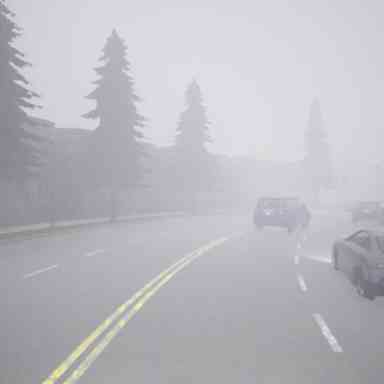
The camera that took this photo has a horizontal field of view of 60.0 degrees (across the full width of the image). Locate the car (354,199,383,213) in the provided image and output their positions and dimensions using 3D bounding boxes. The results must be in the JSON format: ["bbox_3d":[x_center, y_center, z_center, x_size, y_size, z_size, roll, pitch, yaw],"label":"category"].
[{"bbox_3d":[22.601,1.698,41.675,5.008,1.535,1.882,1,0,-34],"label":"car"}]

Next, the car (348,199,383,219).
[{"bbox_3d":[14.075,1.481,25.727,2.097,1.767,4.553,1,0,41],"label":"car"}]

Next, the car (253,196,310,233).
[{"bbox_3d":[5.593,1.281,20.389,2.150,2.045,5.566,0,0,32],"label":"car"}]

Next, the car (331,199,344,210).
[{"bbox_3d":[20.664,1.691,44.590,4.902,1.511,2.128,1,0,-34],"label":"car"}]

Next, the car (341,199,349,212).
[{"bbox_3d":[18.318,1.716,34.702,5.357,1.411,2.033,1,0,-34],"label":"car"}]

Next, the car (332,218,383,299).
[{"bbox_3d":[4.857,1.608,8.336,1.994,1.385,4.181,0,0,13],"label":"car"}]
